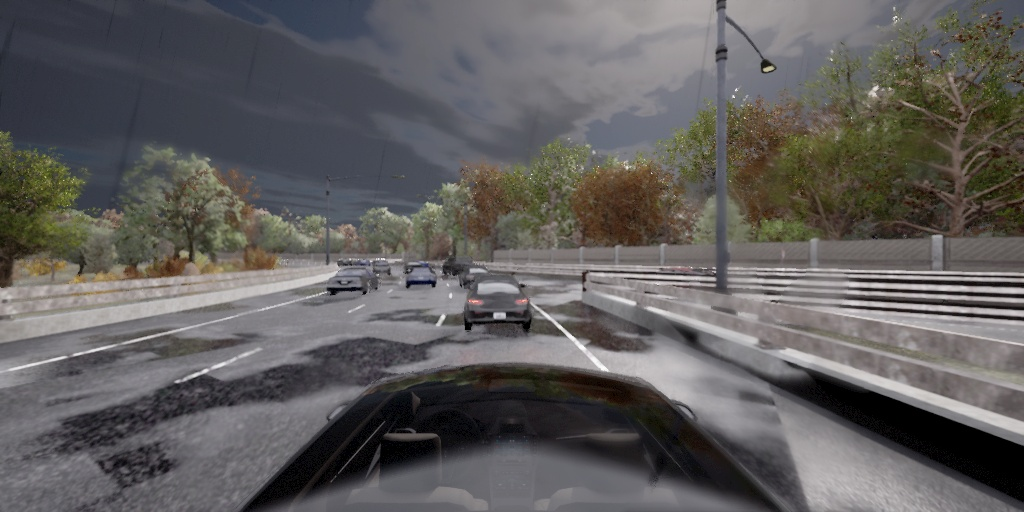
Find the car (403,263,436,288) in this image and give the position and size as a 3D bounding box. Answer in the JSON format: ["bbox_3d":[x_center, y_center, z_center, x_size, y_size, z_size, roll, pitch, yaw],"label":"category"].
[{"bbox_3d":[-6.356,1.410,25.267,1.994,1.385,4.181,0,0,-12],"label":"car"}]

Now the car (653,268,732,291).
[{"bbox_3d":[8.130,1.335,18.055,1.882,1.535,5.008,0,-1,-41],"label":"car"}]

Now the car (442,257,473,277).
[{"bbox_3d":[-5.832,1.128,38.524,2.150,2.045,5.566,0,0,-27],"label":"car"}]

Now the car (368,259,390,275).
[{"bbox_3d":[-15.048,1.405,41.171,2.128,1.511,4.902,0,0,-22],"label":"car"}]

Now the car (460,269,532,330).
[{"bbox_3d":[-0.506,1.313,11.147,1.812,1.442,4.674,0,0,-5],"label":"car"}]

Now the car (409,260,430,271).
[{"bbox_3d":[-14.534,1.451,56.060,1.882,1.535,5.008,0,0,-29],"label":"car"}]

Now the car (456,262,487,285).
[{"bbox_3d":[-2.370,1.363,23.414,1.812,1.442,4.674,0,0,-13],"label":"car"}]

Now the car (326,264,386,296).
[{"bbox_3d":[-8.793,1.375,20.244,2.033,1.411,5.357,0,0,-11],"label":"car"}]

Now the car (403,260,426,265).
[{"bbox_3d":[-11.857,1.395,42.620,1.882,1.535,5.008,0,0,-22],"label":"car"}]
